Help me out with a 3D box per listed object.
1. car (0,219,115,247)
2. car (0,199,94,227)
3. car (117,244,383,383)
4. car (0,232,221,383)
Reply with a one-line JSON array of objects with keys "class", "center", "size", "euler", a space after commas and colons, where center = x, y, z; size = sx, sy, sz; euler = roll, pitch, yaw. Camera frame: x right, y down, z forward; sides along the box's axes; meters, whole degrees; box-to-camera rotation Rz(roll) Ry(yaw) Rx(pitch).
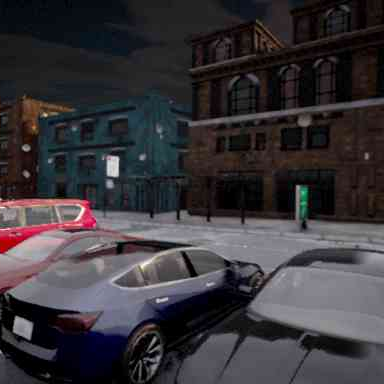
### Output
[{"class": "car", "center": [-2.760, 1.537, 7.120], "size": [2.002, 1.452, 4.674], "euler": [0, 0, 36]}, {"class": "car", "center": [-5.044, 1.243, 8.711], "size": [2.435, 2.045, 5.566], "euler": [0, 0, 36]}, {"class": "car", "center": [1.778, 1.485, 3.885], "size": [2.097, 1.535, 5.008], "euler": [0, 0, 36]}, {"class": "car", "center": [-0.477, 1.524, 5.524], "size": [2.163, 1.488, 4.792], "euler": [0, 0, 36]}]
